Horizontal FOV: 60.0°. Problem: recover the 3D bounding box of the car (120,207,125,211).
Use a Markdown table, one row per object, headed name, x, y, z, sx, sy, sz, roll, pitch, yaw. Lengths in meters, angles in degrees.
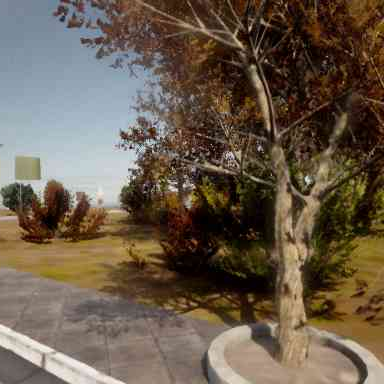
| name | x | y | z | sx | sy | sz | roll | pitch | yaw |
| --- | --- | --- | --- | --- | --- | --- | --- | --- | --- |
| car | -12.182 | 3.035 | 66.291 | 1.837 | 1.490 | 4.892 | -4 | -2 | 32 |
